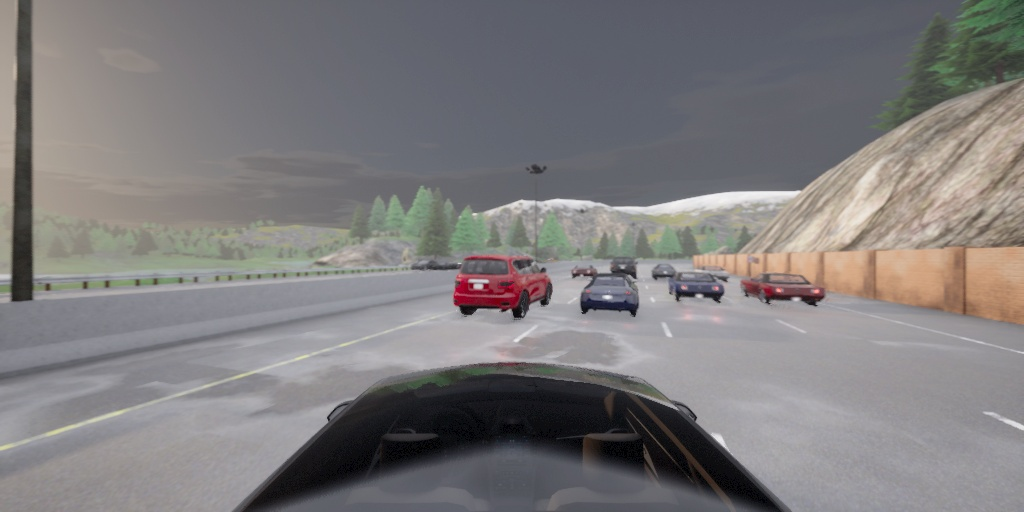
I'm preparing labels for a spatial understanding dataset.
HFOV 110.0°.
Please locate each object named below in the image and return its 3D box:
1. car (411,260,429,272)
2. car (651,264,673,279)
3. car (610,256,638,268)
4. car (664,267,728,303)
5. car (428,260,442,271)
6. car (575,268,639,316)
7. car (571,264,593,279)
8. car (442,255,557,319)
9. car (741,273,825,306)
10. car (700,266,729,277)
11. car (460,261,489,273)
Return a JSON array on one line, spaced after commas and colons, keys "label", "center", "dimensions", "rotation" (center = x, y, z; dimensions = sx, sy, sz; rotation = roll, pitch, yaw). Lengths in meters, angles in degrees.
[{"label": "car", "center": [-11.149, 1.235, 46.606], "dimensions": [1.882, 1.535, 5.008], "rotation": [0, 0, 19]}, {"label": "car", "center": [14.135, 1.440, 33.393], "dimensions": [1.994, 1.385, 4.181], "rotation": [0, 0, 19]}, {"label": "car", "center": [9.974, 1.071, 32.000], "dimensions": [2.150, 2.045, 5.566], "rotation": [0, 0, 19]}, {"label": "car", "center": [8.759, 1.423, 17.464], "dimensions": [1.895, 1.301, 4.718], "rotation": [0, 0, 19]}, {"label": "car", "center": [-8.077, 1.373, 44.782], "dimensions": [1.895, 1.301, 4.718], "rotation": [0, 0, 19]}, {"label": "car", "center": [3.854, 1.355, 13.928], "dimensions": [1.994, 1.385, 4.181], "rotation": [0, 0, 19]}, {"label": "car", "center": [6.884, 1.438, 33.803], "dimensions": [1.895, 1.301, 4.718], "rotation": [0, 0, 19]}, {"label": "car", "center": [-0.106, 0.991, 13.184], "dimensions": [2.150, 2.045, 5.566], "rotation": [0, 0, 19]}, {"label": "car", "center": [12.111, 1.440, 16.451], "dimensions": [1.895, 1.301, 4.718], "rotation": [0, 0, 19]}, {"label": "car", "center": [16.861, 1.488, 30.528], "dimensions": [1.895, 1.301, 4.718], "rotation": [0, 0, 19]}, {"label": "car", "center": [-4.529, 1.316, 44.343], "dimensions": [1.812, 1.442, 4.674], "rotation": [0, 0, 19]}]
